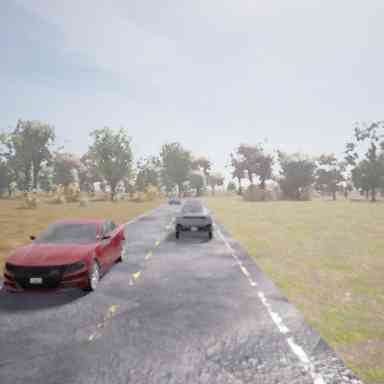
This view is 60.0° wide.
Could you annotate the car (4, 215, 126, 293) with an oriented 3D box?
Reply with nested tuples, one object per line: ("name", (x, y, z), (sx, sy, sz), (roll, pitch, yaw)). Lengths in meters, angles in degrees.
("car", (-3.104, 1.463, 9.120), (1.882, 1.535, 5.008), (0, 1, 0))

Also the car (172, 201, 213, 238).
("car", (0.094, 1.462, 17.470), (2.128, 1.511, 4.902), (0, 0, 0))

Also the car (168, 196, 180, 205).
("car", (-2.825, 1.418, 55.813), (1.812, 1.442, 4.674), (0, 0, 3))

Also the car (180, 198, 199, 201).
("car", (0.089, 1.483, 34.767), (2.033, 1.411, 5.357), (0, 0, 0))
